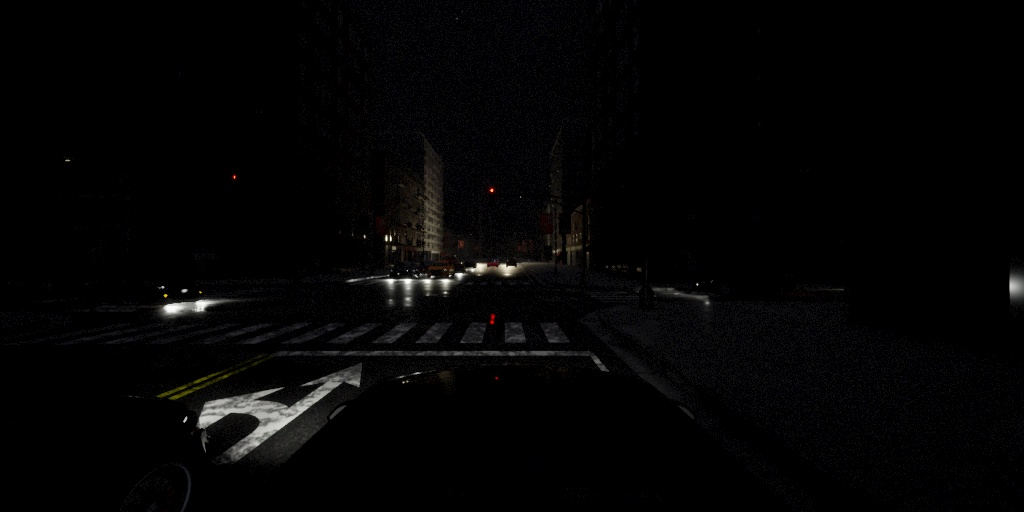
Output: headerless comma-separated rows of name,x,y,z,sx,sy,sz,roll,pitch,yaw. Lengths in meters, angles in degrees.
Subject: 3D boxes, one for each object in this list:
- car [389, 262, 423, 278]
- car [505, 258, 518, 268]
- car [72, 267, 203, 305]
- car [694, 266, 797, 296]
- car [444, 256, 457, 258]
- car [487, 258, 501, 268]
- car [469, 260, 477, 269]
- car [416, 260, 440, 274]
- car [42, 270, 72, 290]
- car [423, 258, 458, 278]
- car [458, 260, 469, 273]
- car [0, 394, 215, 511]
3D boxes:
car,-9.897,1.274,33.546,1.812,1.442,4.674,0,0,0
car,-0.093,1.245,62.235,1.837,1.490,4.892,0,0,0
car,-15.953,1.307,15.574,4.181,1.385,1.994,0,0,8
car,12.430,1.294,19.298,4.892,1.490,1.837,0,0,1
car,-9.923,0.965,57.290,2.150,2.045,5.566,0,0,0
car,-3.344,1.341,62.677,1.895,1.301,4.718,0,0,0
car,-6.672,1.305,56.330,1.994,1.385,4.181,0,0,0
car,-9.908,1.272,42.560,1.812,1.442,4.674,0,0,0
car,-25.404,1.330,21.630,4.313,1.339,1.948,0,0,0
car,-6.647,1.226,33.921,1.882,1.535,5.008,0,0,0
car,-6.663,1.310,42.910,1.994,1.385,4.181,0,0,0
car,-3.243,1.276,0.818,1.812,1.442,4.674,0,0,0
